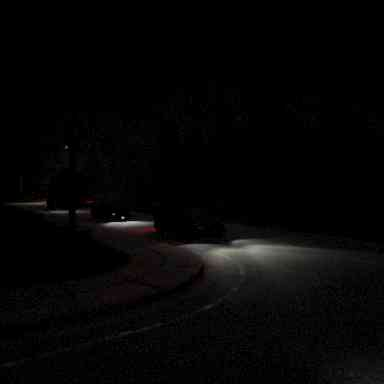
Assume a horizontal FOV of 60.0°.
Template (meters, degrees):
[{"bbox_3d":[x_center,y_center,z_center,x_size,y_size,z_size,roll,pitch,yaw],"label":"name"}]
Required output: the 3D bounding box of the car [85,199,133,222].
[{"bbox_3d":[-6.543,1.513,26.621,2.033,1.411,5.357,0,0,-34],"label":"car"}]

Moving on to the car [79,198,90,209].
[{"bbox_3d":[-14.819,1.464,45.250,2.128,1.511,4.902,0,0,-34],"label":"car"}]

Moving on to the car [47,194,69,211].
[{"bbox_3d":[-16.554,1.197,41.381,2.150,2.045,5.566,0,0,-34],"label":"car"}]

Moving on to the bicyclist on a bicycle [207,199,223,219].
[{"bbox_3d":[1.977,1.349,26.980,1.656,1.620,0.582,22,-28,-26],"label":"bicyclist on a bicycle"}]

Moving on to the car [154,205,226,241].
[{"bbox_3d":[-0.248,1.442,16.800,1.882,1.535,5.008,0,0,-31],"label":"car"}]
